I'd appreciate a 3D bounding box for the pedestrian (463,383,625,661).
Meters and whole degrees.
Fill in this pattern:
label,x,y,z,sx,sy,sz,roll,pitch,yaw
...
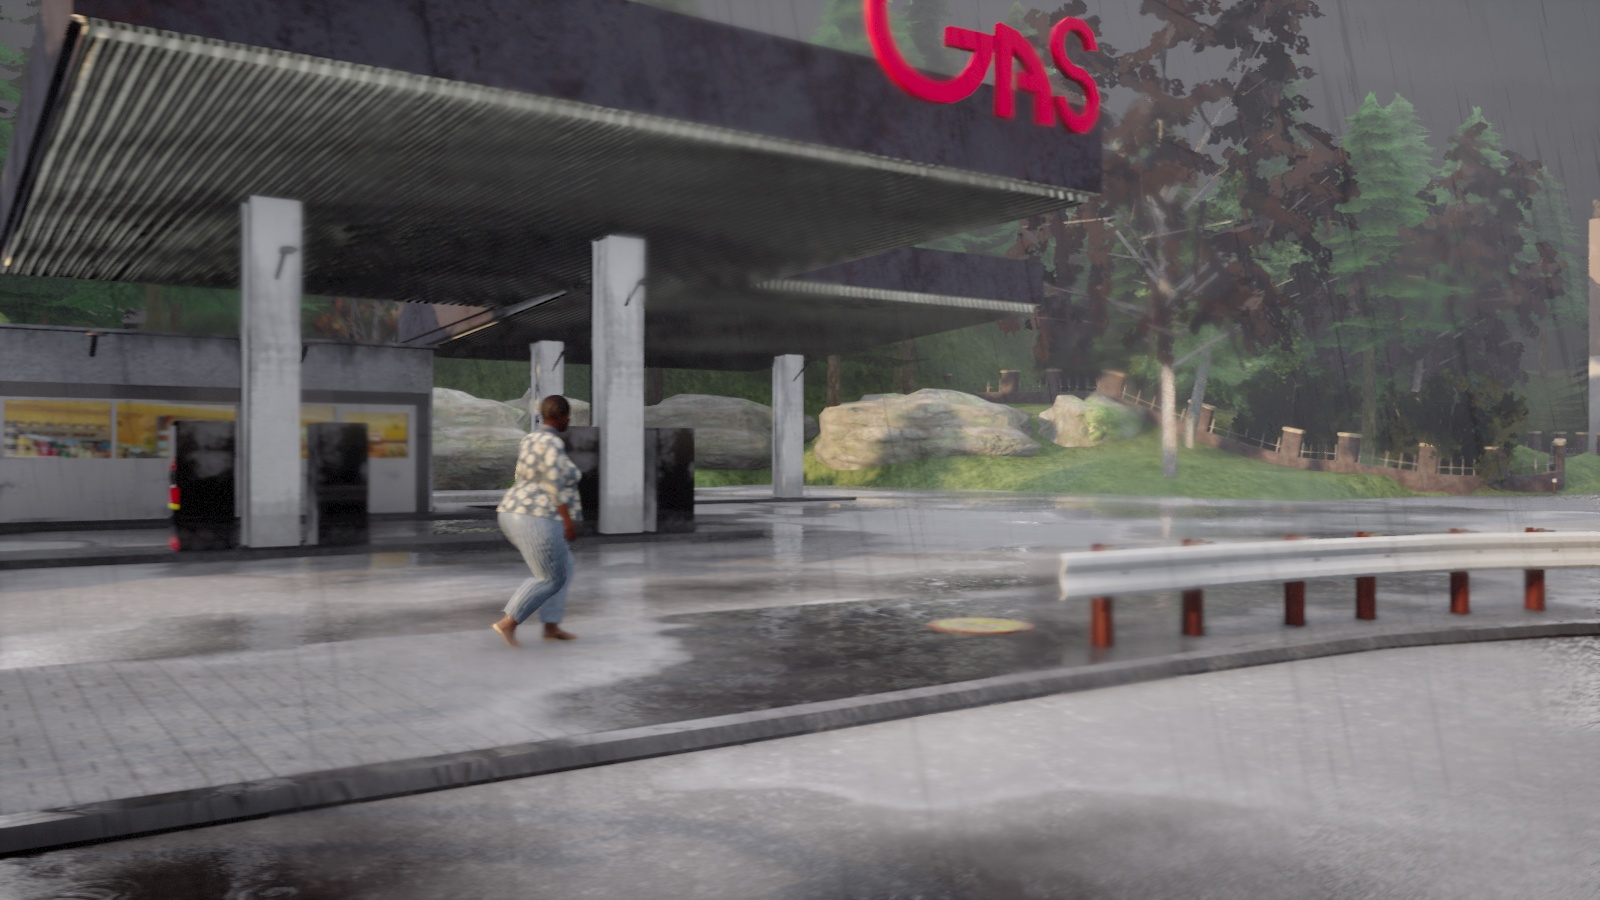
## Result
label,x,y,z,sx,sy,sz,roll,pitch,yaw
pedestrian,-1.839,0.480,8.963,0.900,1.855,0.874,0,0,-30
